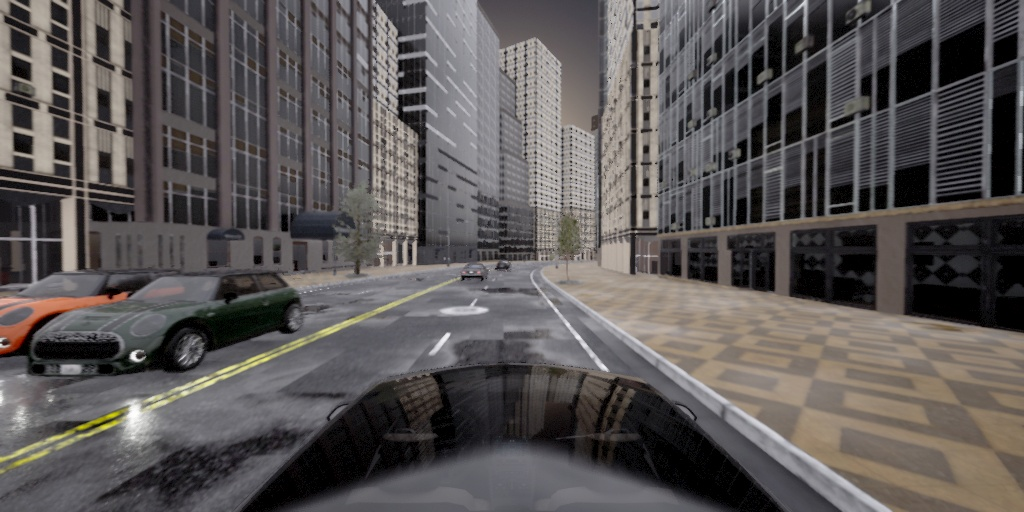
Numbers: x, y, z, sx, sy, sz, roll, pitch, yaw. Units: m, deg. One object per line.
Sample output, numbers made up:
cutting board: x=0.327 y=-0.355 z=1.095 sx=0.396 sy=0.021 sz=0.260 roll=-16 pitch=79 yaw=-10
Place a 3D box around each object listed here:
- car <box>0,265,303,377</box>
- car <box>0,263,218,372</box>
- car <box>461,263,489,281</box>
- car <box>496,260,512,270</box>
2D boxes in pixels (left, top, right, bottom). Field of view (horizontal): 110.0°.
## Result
car: x=-6.593 y=1.101 z=7.605 sx=2.097 sy=1.767 sz=4.553 roll=0 pitch=0 yaw=0
car: x=-9.842 y=1.100 z=8.429 sx=2.097 sy=1.767 sz=4.553 roll=0 pitch=0 yaw=0
car: x=-3.042 y=1.301 z=30.028 sx=2.033 sy=1.411 sz=5.357 roll=0 pitch=0 yaw=2
car: x=-1.177 y=1.307 z=53.473 sx=1.812 sy=1.442 sz=4.674 roll=0 pitch=0 yaw=7
